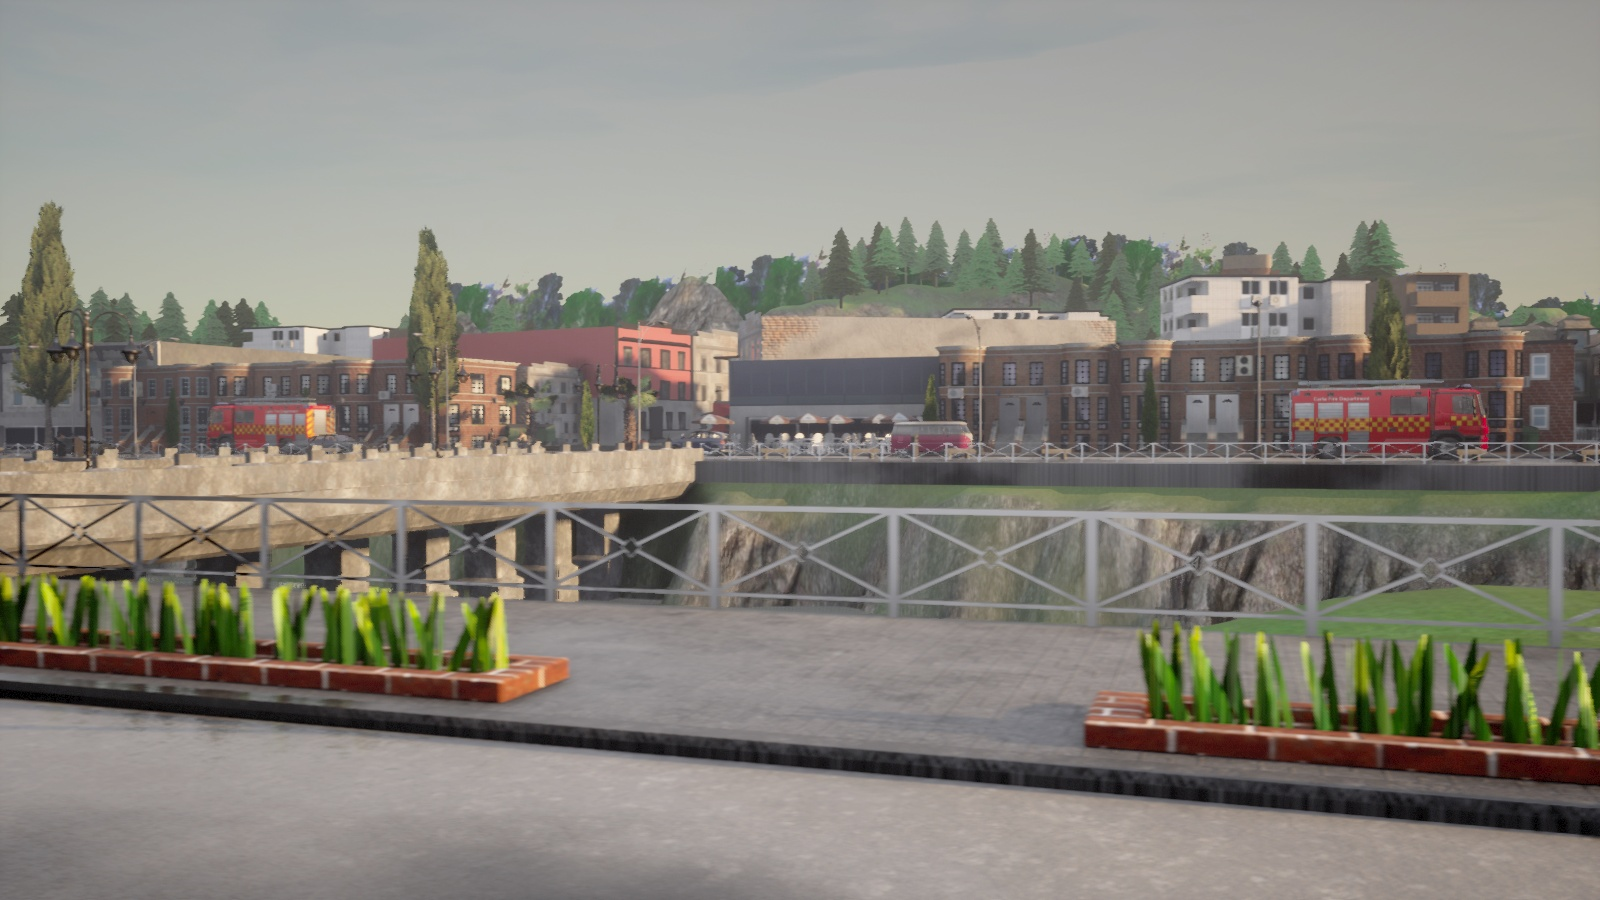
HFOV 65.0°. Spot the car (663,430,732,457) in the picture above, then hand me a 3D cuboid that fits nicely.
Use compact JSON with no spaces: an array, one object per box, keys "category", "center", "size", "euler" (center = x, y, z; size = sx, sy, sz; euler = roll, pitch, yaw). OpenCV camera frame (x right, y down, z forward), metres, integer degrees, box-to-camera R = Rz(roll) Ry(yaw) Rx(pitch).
[{"category":"car","center":[-6.099,-0.420,75.064],"size":[3.705,1.549,1.789],"euler":[1,1,19]}]

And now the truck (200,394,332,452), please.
[{"category":"truck","center":[-36.222,-1.838,85.171],"size":[8.468,3.827,2.891],"euler":[1,1,19]}]

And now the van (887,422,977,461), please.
[{"category":"van","center":[7.010,-0.458,66.436],"size":[4.442,1.987,1.775],"euler":[1,1,19]}]

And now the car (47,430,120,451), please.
[{"category":"car","center":[-48.546,-0.655,85.110],"size":[4.181,1.385,1.994],"euler":[1,1,19]}]

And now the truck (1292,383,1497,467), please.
[{"category":"truck","center":[27.898,-1.184,59.403],"size":[8.468,3.827,2.891],"euler":[1,1,19]}]

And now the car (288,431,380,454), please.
[{"category":"car","center":[-29.158,-0.494,78.594],"size":[5.357,1.411,2.033],"euler":[1,1,19]}]
